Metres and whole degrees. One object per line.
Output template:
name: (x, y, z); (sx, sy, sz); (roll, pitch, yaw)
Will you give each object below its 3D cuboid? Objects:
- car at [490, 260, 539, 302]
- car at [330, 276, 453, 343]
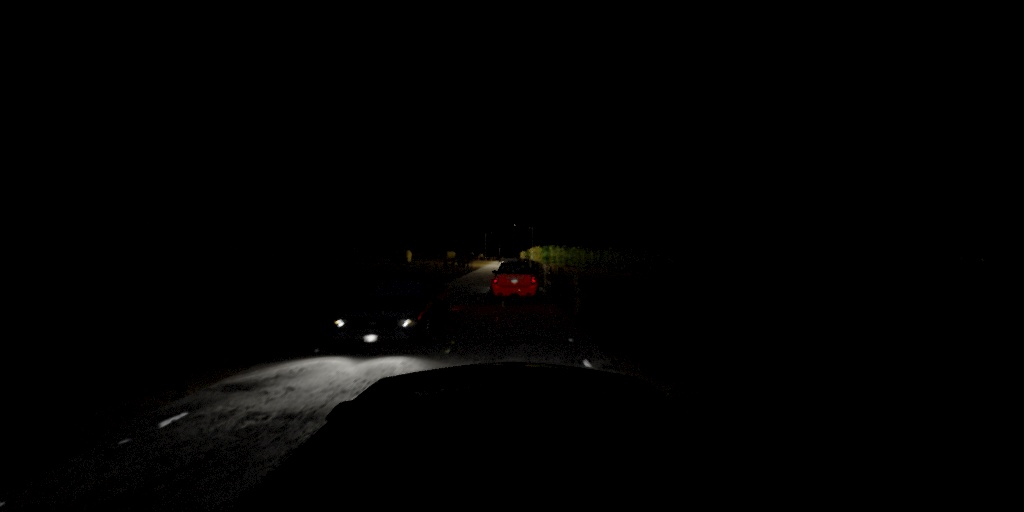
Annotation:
car: (0.106, 1.048, 16.901); (2.097, 1.767, 4.553); (0, 0, 0)
car: (-2.846, 1.267, 9.885); (2.033, 1.411, 5.357); (0, 0, 0)
